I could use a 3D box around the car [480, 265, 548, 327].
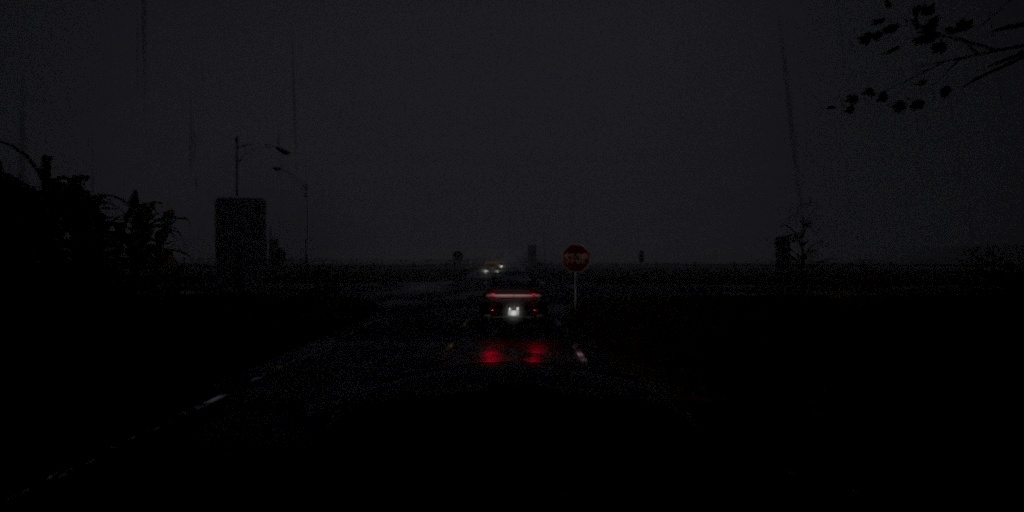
[{"bbox_3d":[0.058,1.218,11.441,2.128,1.511,4.902,0,0,0],"label":"car"}]

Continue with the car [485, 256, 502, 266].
[{"bbox_3d":[-2.832,1.049,51.420,1.882,1.535,5.008,0,0,0],"label":"car"}]

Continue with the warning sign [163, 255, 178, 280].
[{"bbox_3d":[-24.170,0.713,25.300,1.060,1.860,1.300,0,0,0],"label":"warning sign"}]
